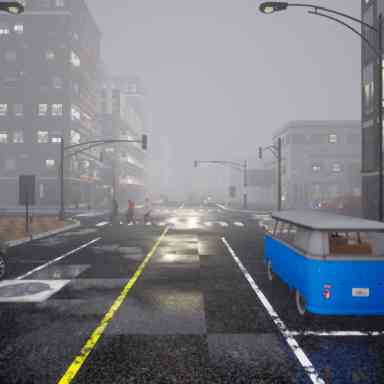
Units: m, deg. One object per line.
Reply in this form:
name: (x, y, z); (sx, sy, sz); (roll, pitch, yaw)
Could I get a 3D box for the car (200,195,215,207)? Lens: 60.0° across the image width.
car: (2.661, 1.559, 52.043); (1.752, 1.417, 4.829); (0, 0, 0)

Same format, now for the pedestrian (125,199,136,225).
pedestrian: (-4.187, 1.297, 22.381); (0.375, 1.860, 0.375); (0, 0, 0)

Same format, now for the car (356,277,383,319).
car: (2.659, 1.582, 1.397); (1.802, 1.307, 4.206); (0, 0, 0)

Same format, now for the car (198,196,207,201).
car: (2.640, 1.638, 85.108); (2.008, 1.369, 4.403); (0, 0, 0)

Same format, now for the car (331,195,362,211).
car: (14.905, 1.357, 27.986); (5.009, 1.841, 2.192); (0, 0, 0)

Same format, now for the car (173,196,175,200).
car: (-5.737, 1.627, 79.563); (2.008, 1.369, 4.403); (0, 0, 0)

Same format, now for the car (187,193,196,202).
car: (-0.048, 1.430, 78.648); (2.097, 1.767, 4.553); (0, 0, 0)

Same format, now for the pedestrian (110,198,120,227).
pedestrian: (-4.932, 1.299, 21.183); (0.375, 1.860, 0.375); (0, 0, 0)

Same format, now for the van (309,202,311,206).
van: (14.877, 1.424, 36.365); (3.998, 1.788, 1.690); (0, 0, 0)

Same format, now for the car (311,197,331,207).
car: (15.471, 1.294, 33.775); (5.566, 2.045, 2.150); (0, 0, 0)

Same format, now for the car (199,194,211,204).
car: (2.651, 1.372, 68.491); (2.192, 1.841, 5.009); (0, 0, 0)

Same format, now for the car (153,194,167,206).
car: (-5.723, 1.566, 57.236); (1.752, 1.417, 4.829); (0, 0, 0)

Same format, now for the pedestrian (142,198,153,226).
pedestrian: (-2.933, 1.299, 21.775); (0.375, 1.860, 0.375); (0, 0, 0)

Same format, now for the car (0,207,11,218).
car: (-17.483, 1.533, 27.886); (4.206, 1.307, 1.802); (0, 0, 0)

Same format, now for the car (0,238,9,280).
car: (-5.692, 1.567, 7.107); (1.947, 1.339, 4.313); (0, 0, 0)

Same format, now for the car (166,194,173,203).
car: (-5.729, 1.372, 68.485); (2.192, 1.841, 5.009); (0, 0, 0)

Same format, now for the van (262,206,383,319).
van: (2.656, 1.342, 7.086); (1.690, 1.788, 3.998); (0, 0, 0)

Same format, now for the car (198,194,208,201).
car: (2.654, 1.630, 62.952); (1.802, 1.307, 4.206); (0, 0, 0)

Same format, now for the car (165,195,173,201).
car: (-5.740, 1.613, 84.933); (1.752, 1.417, 4.829); (0, 0, 0)

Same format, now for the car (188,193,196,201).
car: (-0.054, 1.209, 88.711); (2.150, 2.045, 5.566); (0, 0, 0)
